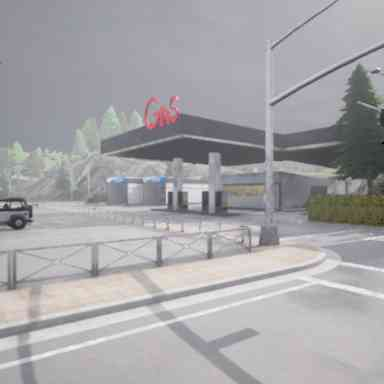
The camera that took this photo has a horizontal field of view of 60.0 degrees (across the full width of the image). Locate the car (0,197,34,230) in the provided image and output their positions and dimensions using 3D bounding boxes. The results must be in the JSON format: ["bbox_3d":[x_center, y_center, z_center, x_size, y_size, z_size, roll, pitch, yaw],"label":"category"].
[{"bbox_3d":[-11.328,1.265,19.282,3.866,1.878,1.905,0,0,-36],"label":"car"}]

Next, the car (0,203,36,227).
[{"bbox_3d":[-12.769,1.548,22.340,3.806,1.475,1.970,0,0,-36],"label":"car"}]
